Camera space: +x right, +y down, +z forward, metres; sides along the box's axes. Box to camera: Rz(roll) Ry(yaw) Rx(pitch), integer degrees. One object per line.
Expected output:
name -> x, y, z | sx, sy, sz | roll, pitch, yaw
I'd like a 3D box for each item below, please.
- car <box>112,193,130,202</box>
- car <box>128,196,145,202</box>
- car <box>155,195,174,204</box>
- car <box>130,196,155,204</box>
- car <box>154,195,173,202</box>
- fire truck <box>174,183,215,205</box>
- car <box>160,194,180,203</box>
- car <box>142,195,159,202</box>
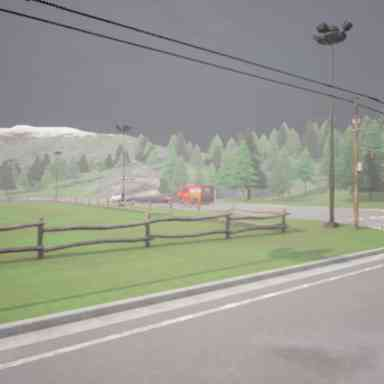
car -> -15.189, 1.174, 71.156 | 2.150, 2.045, 5.566 | 0, 0, -35
car -> -12.326, 1.542, 73.169 | 1.895, 1.301, 4.718 | 0, 0, -35
car -> -6.286, 1.548, 64.586 | 2.033, 1.411, 5.357 | 0, 0, -35
car -> -9.383, 1.565, 62.906 | 1.994, 1.385, 4.181 | 0, 0, -35
car -> -6.583, 1.484, 77.172 | 2.033, 1.411, 5.357 | 0, 0, -35
fire truck -> 0.533, 0.343, 59.392 | 2.891, 3.827, 8.468 | 0, 0, -31
car -> -4.519, 1.354, 68.157 | 2.097, 1.767, 4.553 | 0, 0, -35
car -> -9.446, 1.496, 75.158 | 1.994, 1.385, 4.181 | 0, 0, -35
